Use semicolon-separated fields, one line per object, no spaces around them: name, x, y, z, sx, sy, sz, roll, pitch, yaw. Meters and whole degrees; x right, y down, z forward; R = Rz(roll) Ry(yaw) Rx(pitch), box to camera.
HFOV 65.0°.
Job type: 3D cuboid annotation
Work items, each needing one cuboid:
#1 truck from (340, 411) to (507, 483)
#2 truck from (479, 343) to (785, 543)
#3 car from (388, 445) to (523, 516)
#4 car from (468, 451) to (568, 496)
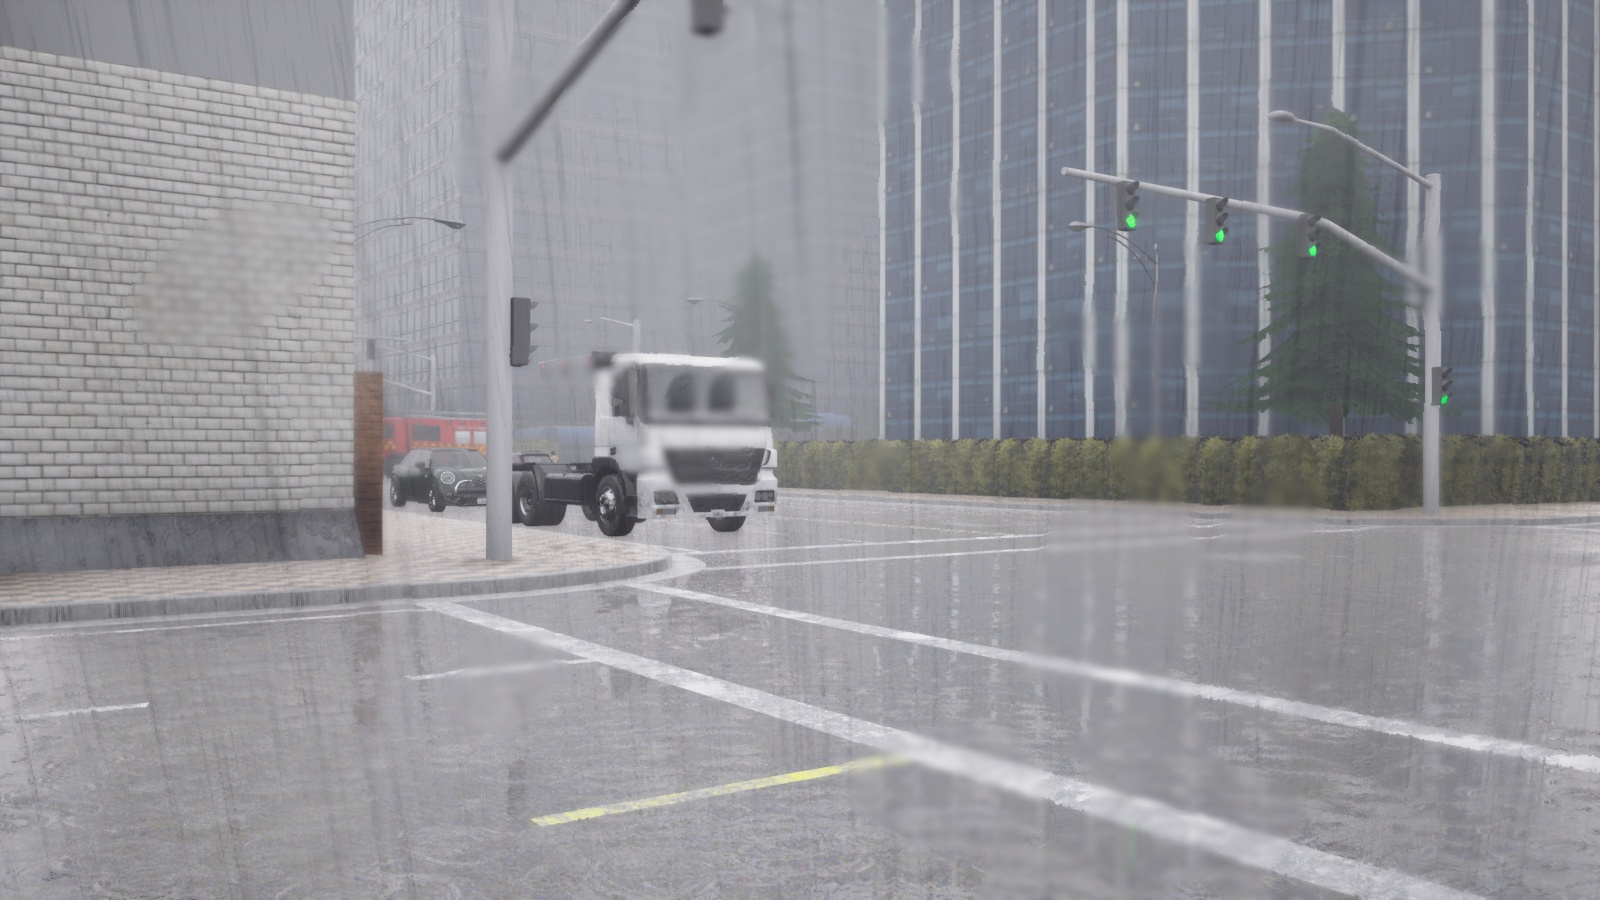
truck;-20.831;-0.150;69.865;8.468;3.827;2.891;0;0;-44
truck;-3.750;-0.111;25.811;2.891;3.462;7.936;0;0;-35
car;-9.337;0.761;33.803;2.097;1.767;4.553;0;0;-35
car;-10.881;0.871;48.227;2.033;1.649;4.856;0;0;-35
